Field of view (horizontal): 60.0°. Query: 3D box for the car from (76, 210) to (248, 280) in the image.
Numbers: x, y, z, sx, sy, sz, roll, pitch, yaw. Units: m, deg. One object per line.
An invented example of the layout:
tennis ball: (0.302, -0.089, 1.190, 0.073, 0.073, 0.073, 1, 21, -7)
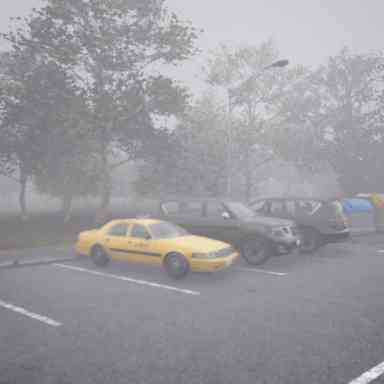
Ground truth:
car: (-1.250, 1.483, 10.081, 5.366, 1.575, 1.946, -1, -1, 34)

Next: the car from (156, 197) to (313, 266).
car: (1.027, 1.238, 11.880, 5.566, 2.045, 2.435, -1, -1, 35)

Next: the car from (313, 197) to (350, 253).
car: (3.383, 1.240, 13.618, 5.566, 2.045, 2.435, -1, -1, 35)
